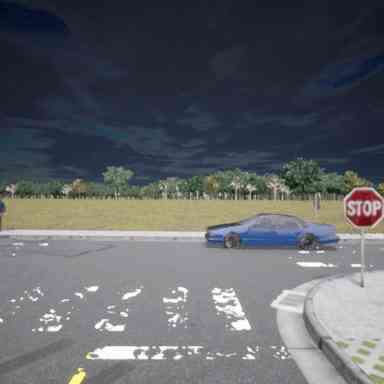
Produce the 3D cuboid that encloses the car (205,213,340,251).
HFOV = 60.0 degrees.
[{"bbox_3d":[3.253,1.615,13.967,5.357,1.411,2.033,1,0,0],"label":"car"}]

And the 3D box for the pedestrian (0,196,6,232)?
[{"bbox_3d":[-9.723,1.064,16.774,0.375,1.860,0.375,0,-1,0],"label":"pedestrian"}]
